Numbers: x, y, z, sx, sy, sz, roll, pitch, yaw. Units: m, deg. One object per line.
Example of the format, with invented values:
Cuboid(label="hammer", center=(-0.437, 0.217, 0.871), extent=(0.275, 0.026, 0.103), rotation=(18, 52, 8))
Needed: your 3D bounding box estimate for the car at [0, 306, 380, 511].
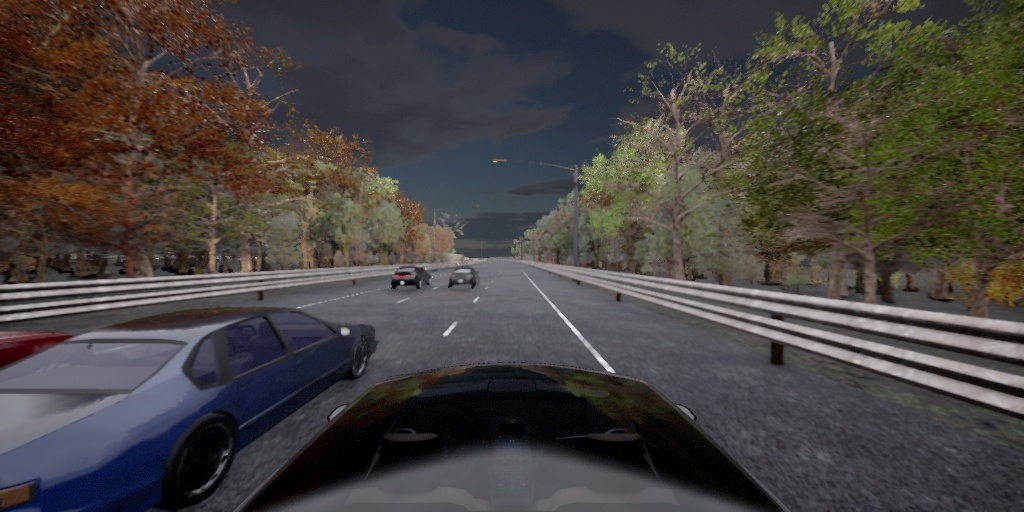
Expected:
Cuboid(label="car", center=(-3.400, 1.321, 4.284), extent=(2.033, 1.411, 5.357), rotation=(0, 0, 0))

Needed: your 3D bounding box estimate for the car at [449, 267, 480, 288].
Cuboid(label="car", center=(-3.401, 1.491, 25.994), extent=(1.812, 1.442, 4.674), rotation=(0, 0, 0))

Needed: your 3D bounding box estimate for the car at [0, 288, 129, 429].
Cuboid(label="car", center=(-6.902, 1.240, 3.070), extent=(1.882, 1.535, 5.008), rotation=(0, -1, 0))

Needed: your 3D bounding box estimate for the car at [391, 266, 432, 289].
Cuboid(label="car", center=(-6.900, 1.462, 24.968), extent=(1.837, 1.490, 4.892), rotation=(0, 0, 0))
